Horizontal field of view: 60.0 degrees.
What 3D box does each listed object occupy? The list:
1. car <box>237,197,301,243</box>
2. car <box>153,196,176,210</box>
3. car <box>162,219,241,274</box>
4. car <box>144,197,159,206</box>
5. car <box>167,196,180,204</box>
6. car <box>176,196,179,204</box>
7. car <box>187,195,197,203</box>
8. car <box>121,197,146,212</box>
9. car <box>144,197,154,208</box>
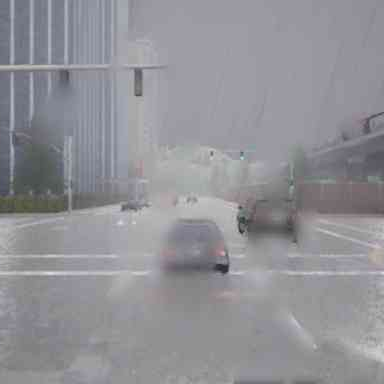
[{"bbox_3d":[3.603,1.251,16.468,2.150,2.045,5.566,0,0,0],"label":"car"},{"bbox_3d":[-3.582,1.492,43.860,1.882,1.535,5.008,0,0,0],"label":"car"},{"bbox_3d":[0.096,1.557,10.557,2.033,1.411,5.357,0,0,0],"label":"car"},{"bbox_3d":[-7.015,1.545,57.914,1.812,1.442,4.674,0,0,1],"label":"car"},{"bbox_3d":[-3.483,1.513,63.441,2.128,1.511,4.902,0,0,0],"label":"car"},{"bbox_3d":[-3.553,1.496,53.284,1.882,1.535,5.008,0,0,0],"label":"car"},{"bbox_3d":[0.019,1.379,70.398,2.097,1.767,4.553,0,0,0],"label":"car"},{"bbox_3d":[-7.088,1.614,39.336,1.895,1.301,4.718,0,0,0],"label":"car"},{"bbox_3d":[-7.074,1.508,48.662,2.128,1.511,4.902,0,0,0],"label":"car"}]
